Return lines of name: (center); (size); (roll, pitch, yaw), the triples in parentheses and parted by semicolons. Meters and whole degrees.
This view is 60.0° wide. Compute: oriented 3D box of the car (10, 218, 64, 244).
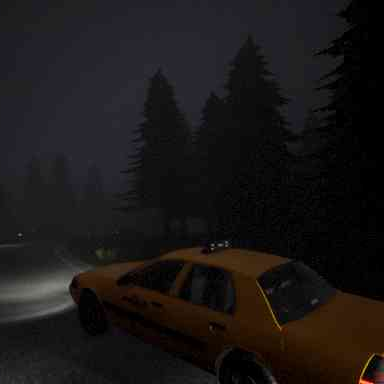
car: (-12.758, 3.222, 28.086); (2.150, 2.045, 5.566); (-4, -7, 7)

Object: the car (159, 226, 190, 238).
car: (-2.329, 5.543, 46.259); (1.882, 1.535, 5.008); (-5, -8, 30)

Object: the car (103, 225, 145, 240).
car: (-7.444, 4.510, 36.950); (2.033, 1.411, 5.357); (-4, -8, 20)

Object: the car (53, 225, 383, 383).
car: (0.142, 1.441, 4.734); (5.366, 1.575, 1.801); (0, 1, 43)
